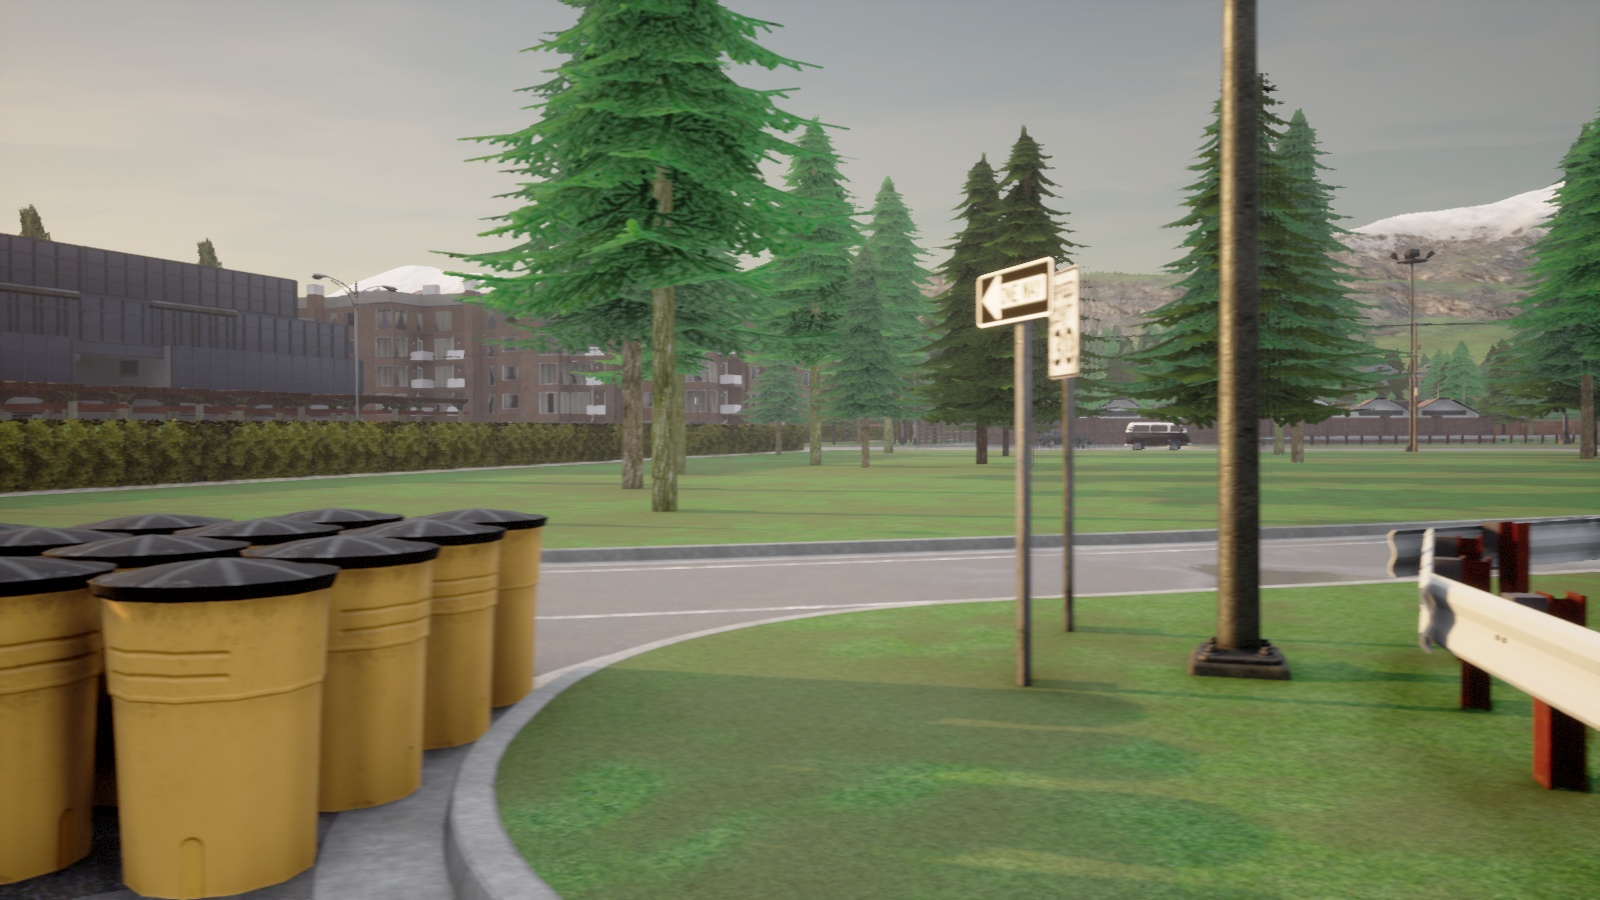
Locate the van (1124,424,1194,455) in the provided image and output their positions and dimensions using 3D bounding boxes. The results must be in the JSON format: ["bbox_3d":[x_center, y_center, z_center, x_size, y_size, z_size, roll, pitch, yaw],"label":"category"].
[{"bbox_3d":[24.816,-0.746,86.770,4.480,2.038,2.069,1,1,19],"label":"van"}]
